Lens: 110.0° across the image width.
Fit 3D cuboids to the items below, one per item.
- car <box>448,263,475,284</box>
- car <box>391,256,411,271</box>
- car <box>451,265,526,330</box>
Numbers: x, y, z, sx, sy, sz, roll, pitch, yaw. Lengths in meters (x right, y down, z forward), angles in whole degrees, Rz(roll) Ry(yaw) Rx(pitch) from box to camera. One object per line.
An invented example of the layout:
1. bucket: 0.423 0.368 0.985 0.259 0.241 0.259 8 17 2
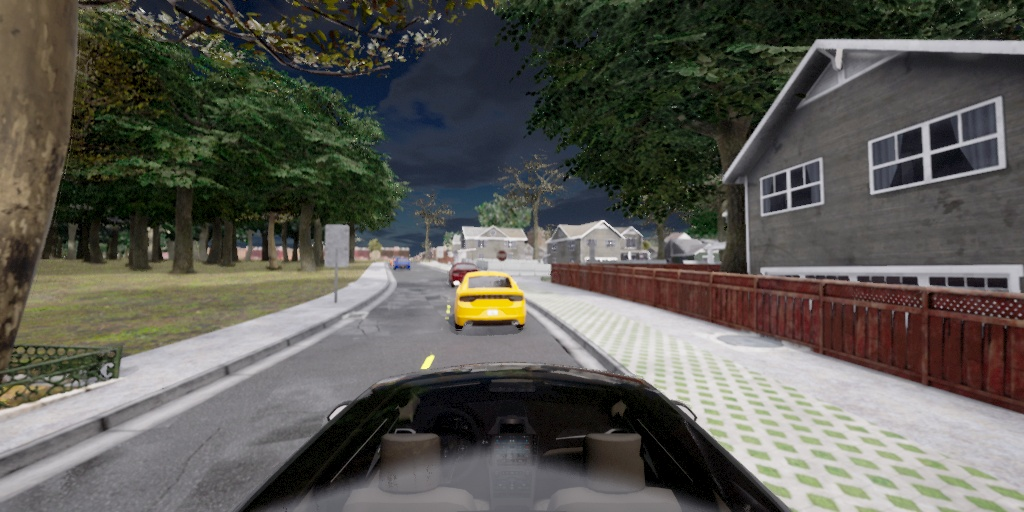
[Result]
1. car: -3.248 1.185 24.285 1.882 1.535 5.008 1 0 -12
2. car: -13.618 0.966 44.356 1.882 1.535 5.008 1 0 -20
3. car: -0.799 1.221 11.238 1.882 1.535 5.008 0 0 -7
